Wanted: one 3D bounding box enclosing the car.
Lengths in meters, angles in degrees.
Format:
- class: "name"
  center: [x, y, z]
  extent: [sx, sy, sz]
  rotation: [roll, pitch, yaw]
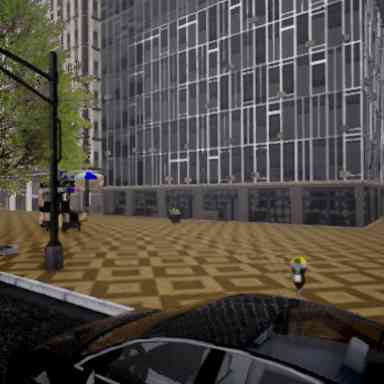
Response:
- class: "car"
  center: [0.266, 1.570, 2.690]
  extent: [4.313, 1.339, 1.947]
  rotation: [0, 0, 36]
